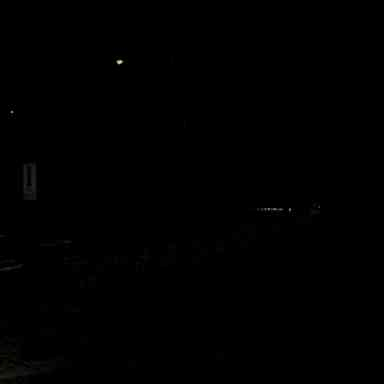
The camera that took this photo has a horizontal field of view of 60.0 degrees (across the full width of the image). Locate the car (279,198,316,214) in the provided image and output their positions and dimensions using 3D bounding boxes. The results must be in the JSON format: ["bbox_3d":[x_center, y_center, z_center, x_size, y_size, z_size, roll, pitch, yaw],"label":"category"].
[{"bbox_3d":[11.289,1.519,35.499,1.837,1.490,4.892,-1,-1,35],"label":"car"}]

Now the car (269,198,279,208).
[{"bbox_3d":[13.018,1.630,49.155,1.812,1.442,4.674,-1,-1,35],"label":"car"}]

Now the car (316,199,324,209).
[{"bbox_3d":[17.731,1.631,44.564,1.895,1.301,4.718,-1,-1,35],"label":"car"}]
